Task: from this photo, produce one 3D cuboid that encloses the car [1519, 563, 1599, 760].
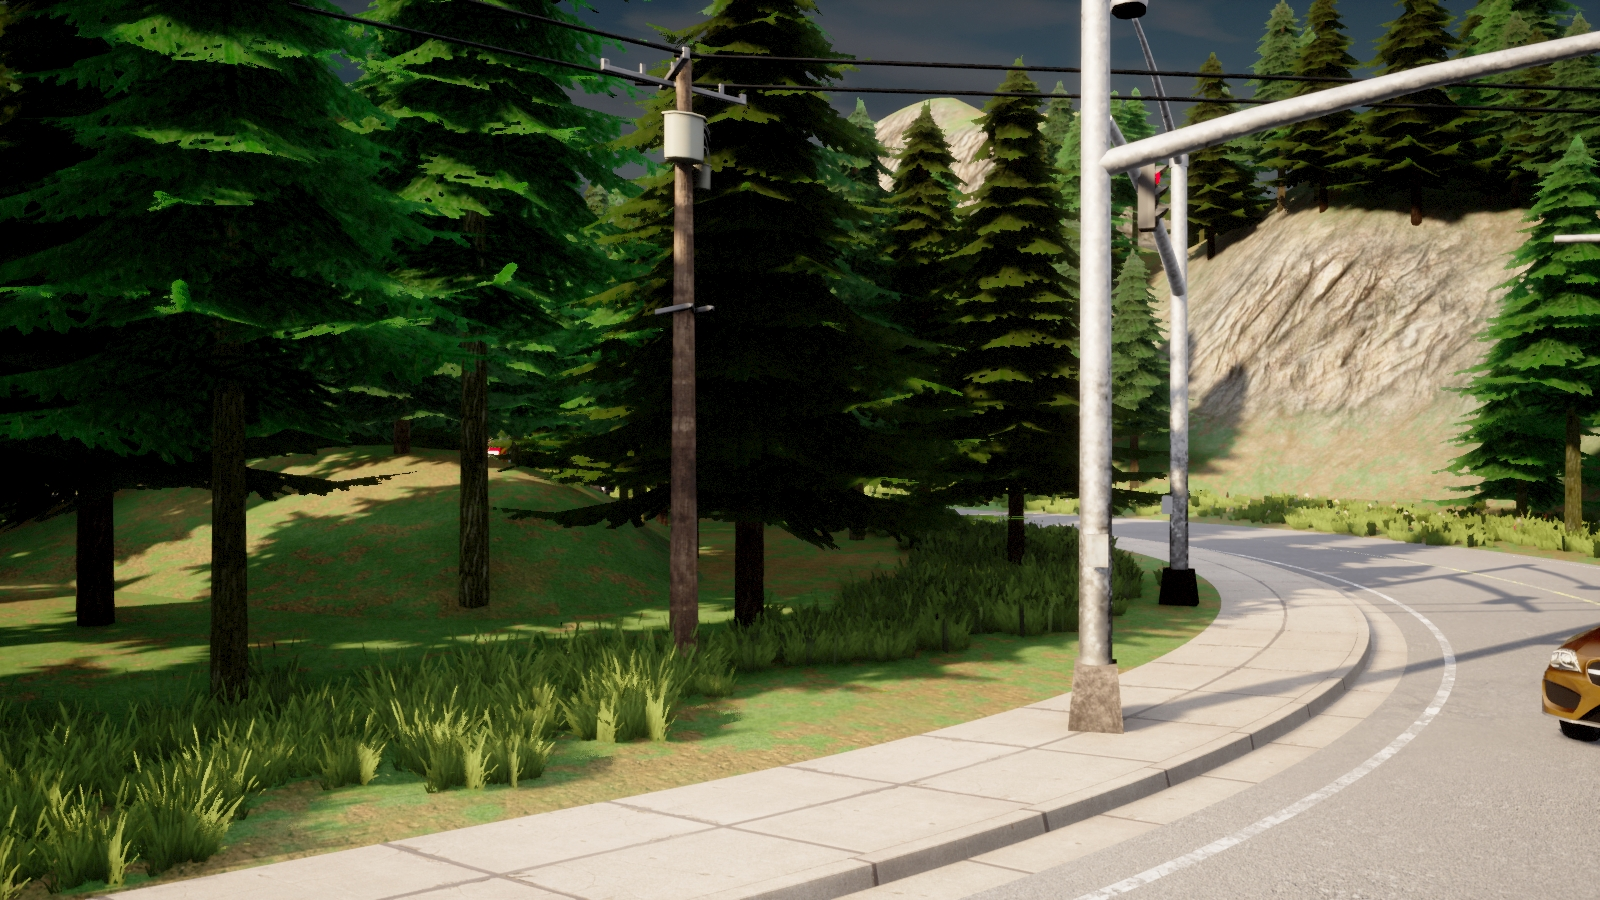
[{"bbox_3d":[9.577,1.970,11.147,5.027,1.651,2.152,0,0,-29],"label":"car"}]
